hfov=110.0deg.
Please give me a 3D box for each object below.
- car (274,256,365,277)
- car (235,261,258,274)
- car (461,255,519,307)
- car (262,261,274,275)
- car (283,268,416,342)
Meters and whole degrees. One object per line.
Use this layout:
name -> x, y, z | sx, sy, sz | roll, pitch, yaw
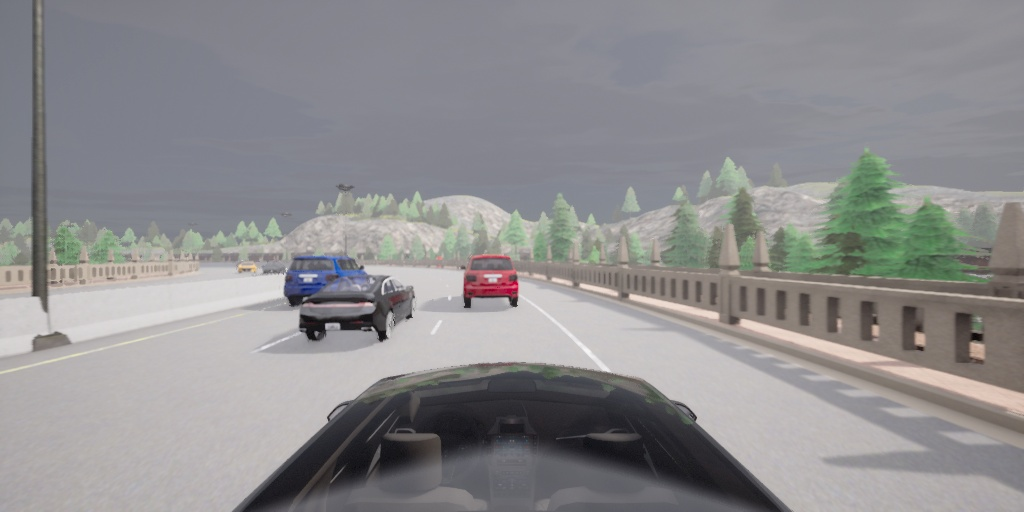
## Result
car -> -8.189, 1.015, 16.324 | 2.150, 2.045, 5.566 | 0, 0, -9
car -> -35.109, 1.531, 47.730 | 1.882, 1.535, 5.008 | 0, 0, -33
car -> -1.055, 0.988, 15.807 | 2.150, 2.045, 5.566 | 0, 0, -7
car -> -27.592, 1.476, 41.660 | 1.837, 1.490, 4.892 | 0, -1, -27
car -> -3.924, 1.260, 9.896 | 2.128, 1.511, 4.902 | 0, 0, -4
